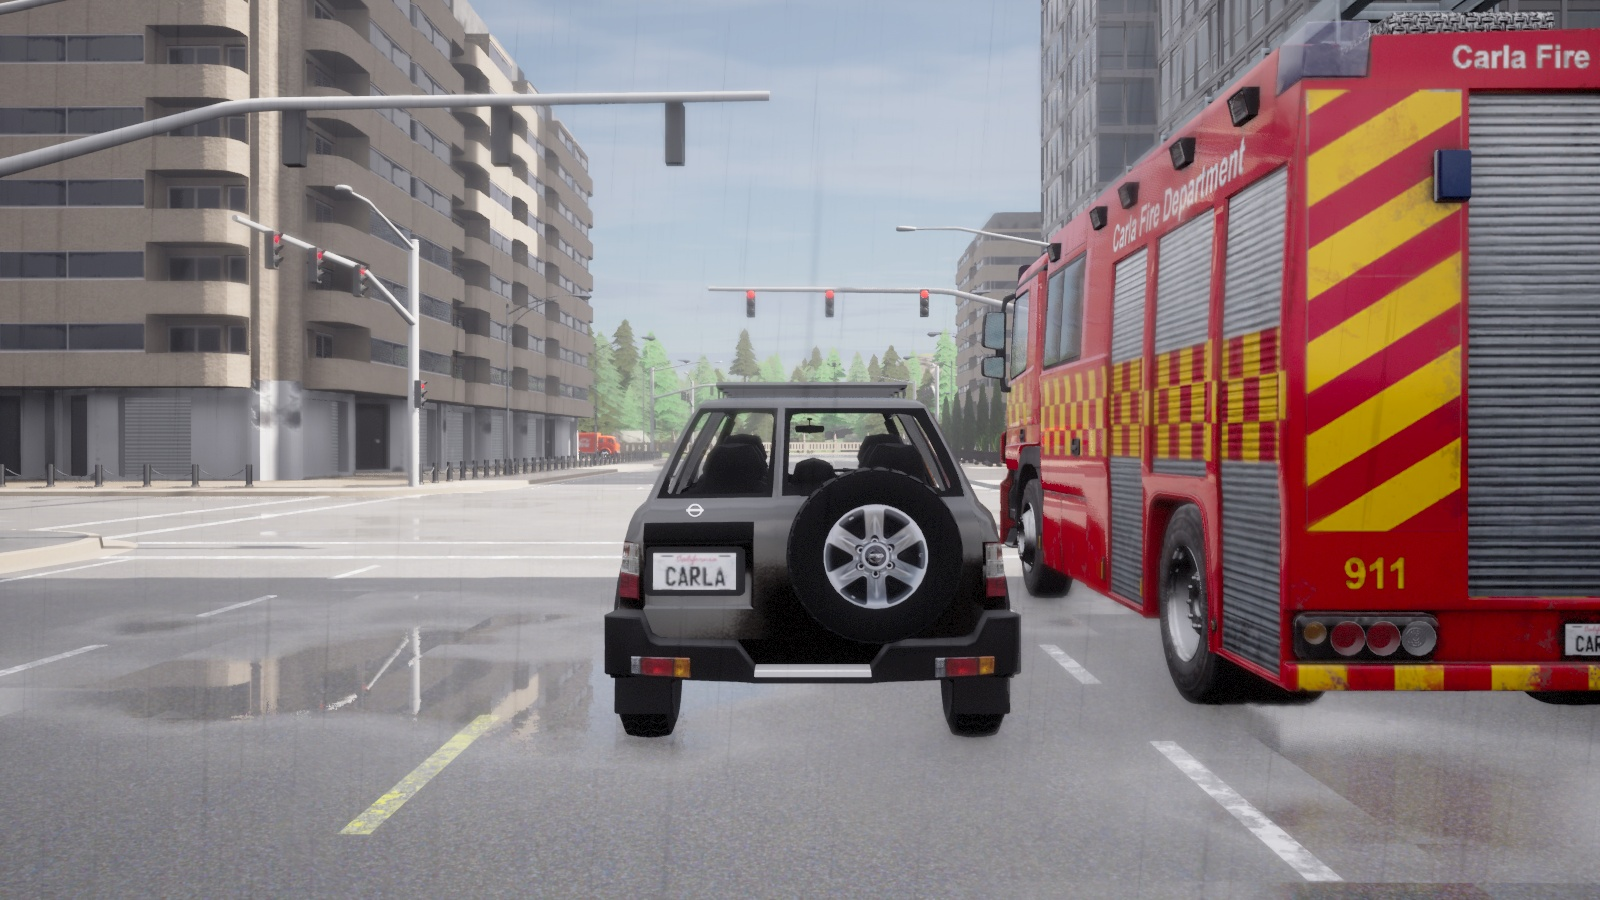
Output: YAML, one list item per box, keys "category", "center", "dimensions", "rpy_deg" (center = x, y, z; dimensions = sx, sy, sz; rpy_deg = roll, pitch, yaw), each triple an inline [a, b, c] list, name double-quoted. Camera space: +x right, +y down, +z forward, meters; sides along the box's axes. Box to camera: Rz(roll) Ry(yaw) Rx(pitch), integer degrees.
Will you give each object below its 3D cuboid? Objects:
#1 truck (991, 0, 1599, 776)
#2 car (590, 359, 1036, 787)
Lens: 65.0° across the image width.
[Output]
- category: "truck"
  center: [3.573, -0.471, 9.880]
  dimensions: [2.891, 3.827, 8.468]
  rpy_deg: [0, 0, 0]
- category: "car"
  center: [0.061, 0.520, 7.741]
  dimensions: [1.932, 1.855, 4.605]
  rpy_deg: [0, 0, 0]
